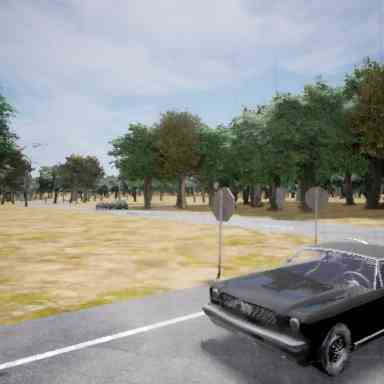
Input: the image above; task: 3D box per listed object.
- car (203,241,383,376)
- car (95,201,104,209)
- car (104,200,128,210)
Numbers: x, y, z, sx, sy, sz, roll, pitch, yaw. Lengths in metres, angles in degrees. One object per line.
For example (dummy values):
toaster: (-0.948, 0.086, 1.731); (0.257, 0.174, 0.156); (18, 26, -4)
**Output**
car: (2.509, 1.609, 5.672); (4.718, 1.301, 1.895); (0, 0, -36)
car: (-15.933, 2.360, 60.065); (1.994, 1.385, 4.181); (2, -2, -34)
car: (-12.226, 2.042, 54.758); (2.097, 1.767, 4.553); (2, -2, -34)
